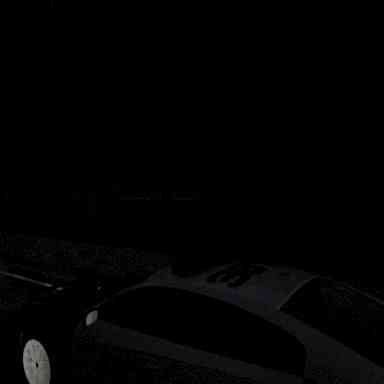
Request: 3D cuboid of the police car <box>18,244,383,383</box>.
[{"bbox_3d":[0.059,1.424,3.511,5.238,1.638,1.930,0,0,35],"label":"police car"}]
